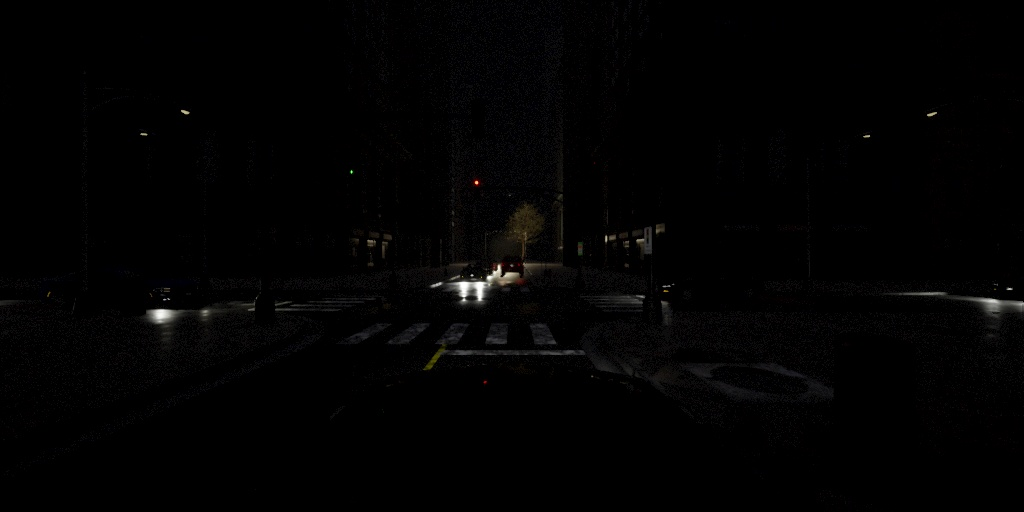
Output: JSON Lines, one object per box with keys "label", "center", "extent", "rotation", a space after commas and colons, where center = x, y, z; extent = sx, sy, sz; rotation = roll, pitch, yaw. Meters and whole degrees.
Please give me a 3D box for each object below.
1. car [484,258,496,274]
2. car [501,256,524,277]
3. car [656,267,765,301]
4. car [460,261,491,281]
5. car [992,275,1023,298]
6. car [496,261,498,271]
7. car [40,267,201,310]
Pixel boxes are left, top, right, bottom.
{"label": "car", "center": [-3.077, 1.232, 38.676], "extent": [1.882, 1.535, 5.008], "rotation": [0, 0, 0]}
{"label": "car", "center": [0.029, 0.976, 36.208], "extent": [2.150, 2.045, 5.566], "rotation": [0, 0, 1]}
{"label": "car", "center": [9.186, 1.286, 16.906], "extent": [4.892, 1.490, 1.837], "rotation": [0, 0, -2]}
{"label": "car", "center": [-3.082, 1.314, 29.605], "extent": [1.994, 1.385, 4.181], "rotation": [0, 0, 0]}
{"label": "car", "center": [25.988, 1.339, 16.986], "extent": [4.892, 1.490, 1.837], "rotation": [0, 0, 0]}
{"label": "car", "center": [-3.061, 1.116, 48.321], "extent": [2.097, 1.767, 4.553], "rotation": [0, 0, 0]}
{"label": "car", "center": [-14.903, 1.176, 13.820], "extent": [5.008, 1.535, 1.882], "rotation": [0, 0, 2]}
